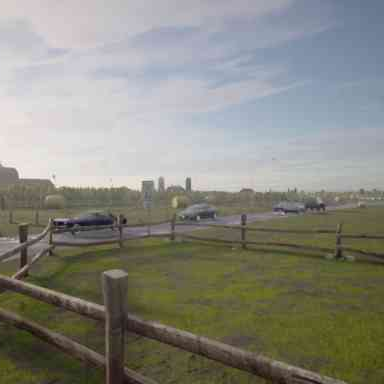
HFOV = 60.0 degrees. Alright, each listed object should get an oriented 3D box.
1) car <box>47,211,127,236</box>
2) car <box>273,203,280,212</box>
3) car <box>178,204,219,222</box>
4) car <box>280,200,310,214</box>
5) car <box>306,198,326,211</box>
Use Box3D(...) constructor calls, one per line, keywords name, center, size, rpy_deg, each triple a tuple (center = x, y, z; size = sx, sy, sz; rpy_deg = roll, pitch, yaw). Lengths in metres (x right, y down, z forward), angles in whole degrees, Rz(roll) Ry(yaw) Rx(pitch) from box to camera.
Box3D(name="car", center=(-6.293, 1.821, 20.343), size=(1.895, 1.301, 4.718), rpy_deg=(-1, -1, 35))
Box3D(name="car", center=(13.701, 2.234, 49.001), size=(2.033, 1.411, 5.357), rpy_deg=(-1, -1, 35))
Box3D(name="car", center=(0.647, 1.881, 30.347), size=(1.837, 1.490, 4.892), rpy_deg=(-1, 0, 35))
Box3D(name="car", center=(13.716, 2.151, 44.115), size=(1.994, 1.385, 4.181), rpy_deg=(-1, -1, 36))
Box3D(name="car", center=(19.379, 1.945, 52.359), size=(2.150, 2.045, 5.566), rpy_deg=(-1, -1, 35))
